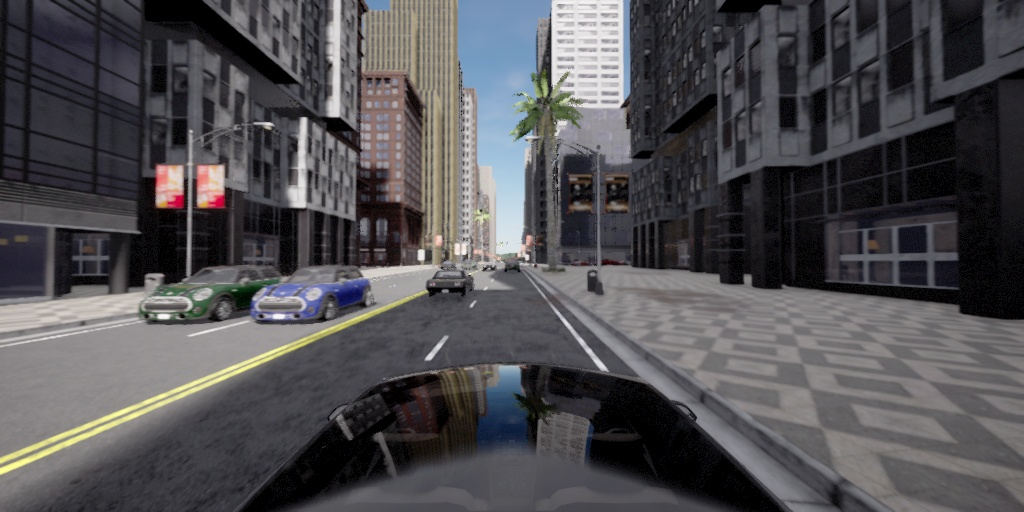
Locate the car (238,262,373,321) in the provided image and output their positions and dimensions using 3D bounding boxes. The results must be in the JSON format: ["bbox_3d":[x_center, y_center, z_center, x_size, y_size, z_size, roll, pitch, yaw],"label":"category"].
[{"bbox_3d":[-6.607,1.121,12.391,2.097,1.767,4.553,0,0,0],"label":"car"}]

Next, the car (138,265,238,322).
[{"bbox_3d":[-9.857,1.124,12.388,2.097,1.767,4.553,0,0,0],"label":"car"}]

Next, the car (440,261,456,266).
[{"bbox_3d":[-9.850,1.504,55.499,2.033,1.411,5.357,0,0,1],"label":"car"}]

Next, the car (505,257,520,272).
[{"bbox_3d":[0.052,1.259,49.766,2.097,1.767,4.553,0,0,0],"label":"car"}]

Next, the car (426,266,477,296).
[{"bbox_3d":[-3.168,1.381,19.264,1.895,1.301,4.718,0,0,0],"label":"car"}]

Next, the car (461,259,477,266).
[{"bbox_3d":[-6.605,1.307,55.670,2.097,1.767,4.553,0,-1,0],"label":"car"}]

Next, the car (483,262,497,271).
[{"bbox_3d":[-3.201,1.528,52.593,1.895,1.301,4.718,0,0,0],"label":"car"}]
